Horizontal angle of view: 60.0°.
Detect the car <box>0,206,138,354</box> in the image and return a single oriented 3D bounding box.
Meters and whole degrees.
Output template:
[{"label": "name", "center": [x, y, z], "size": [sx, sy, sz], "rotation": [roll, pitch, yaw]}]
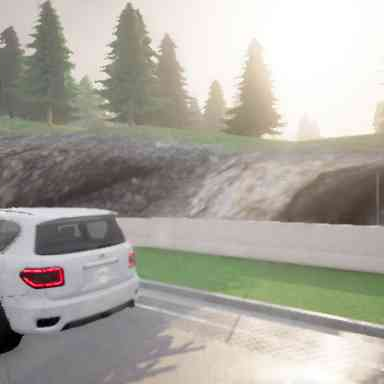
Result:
[{"label": "car", "center": [-3.544, 1.307, 6.419], "size": [5.566, 2.045, 2.150], "rotation": [-1, 0, 34]}]
